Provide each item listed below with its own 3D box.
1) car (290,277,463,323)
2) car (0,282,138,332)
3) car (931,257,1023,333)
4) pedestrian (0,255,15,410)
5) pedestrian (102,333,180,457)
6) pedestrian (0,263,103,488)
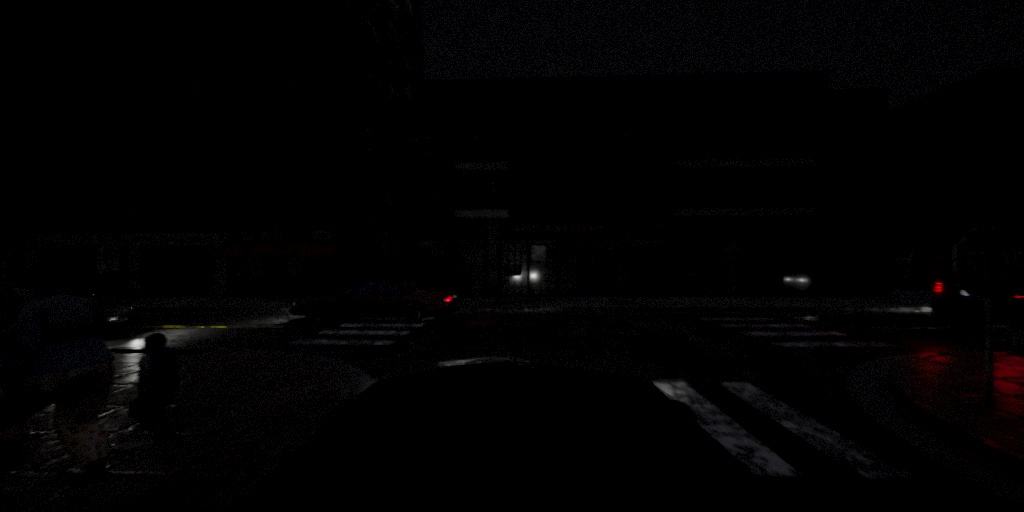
[{"bbox_3d":[-4.409,1.424,12.097,5.357,1.411,2.033,0,-1,2],"label":"car"},{"bbox_3d":[-12.763,1.401,9.471,4.674,1.442,1.812,0,-1,2],"label":"car"},{"bbox_3d":[13.548,0.947,8.441,5.566,2.045,2.150,0,-1,2],"label":"car"},{"bbox_3d":[-6.335,0.915,4.230,0.375,1.860,0.375,0,-1,2],"label":"pedestrian"},{"bbox_3d":[-3.544,1.299,3.597,0.500,1.100,0.500,0,-1,2],"label":"pedestrian"},{"bbox_3d":[-3.744,0.916,2.901,0.375,1.860,0.375,0,-1,2],"label":"pedestrian"}]
